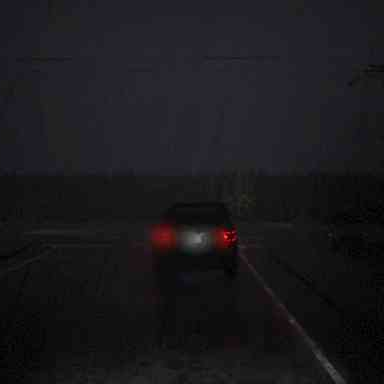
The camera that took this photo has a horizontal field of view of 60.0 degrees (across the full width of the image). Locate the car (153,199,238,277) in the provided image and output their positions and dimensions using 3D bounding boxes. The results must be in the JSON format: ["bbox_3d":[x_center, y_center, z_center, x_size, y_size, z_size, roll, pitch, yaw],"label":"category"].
[{"bbox_3d":[0.083,1.212,10.351,2.150,2.045,5.566,0,0,0],"label":"car"}]

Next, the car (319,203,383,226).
[{"bbox_3d":[11.116,1.482,22.249,5.008,1.535,1.882,0,0,1],"label":"car"}]
